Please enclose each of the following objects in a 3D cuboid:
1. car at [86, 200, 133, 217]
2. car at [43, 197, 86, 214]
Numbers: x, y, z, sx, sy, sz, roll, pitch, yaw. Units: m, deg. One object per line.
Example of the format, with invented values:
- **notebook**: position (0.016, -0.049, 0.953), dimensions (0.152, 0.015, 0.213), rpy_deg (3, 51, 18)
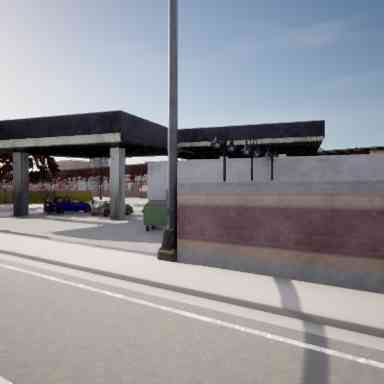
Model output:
- **car**: position (-7.276, 1.453, 30.483), dimensions (1.970, 1.475, 3.806), rpy_deg (0, 0, 37)
- **car**: position (-12.351, 1.293, 33.281), dimensions (2.242, 1.667, 4.611), rpy_deg (0, 0, 37)
